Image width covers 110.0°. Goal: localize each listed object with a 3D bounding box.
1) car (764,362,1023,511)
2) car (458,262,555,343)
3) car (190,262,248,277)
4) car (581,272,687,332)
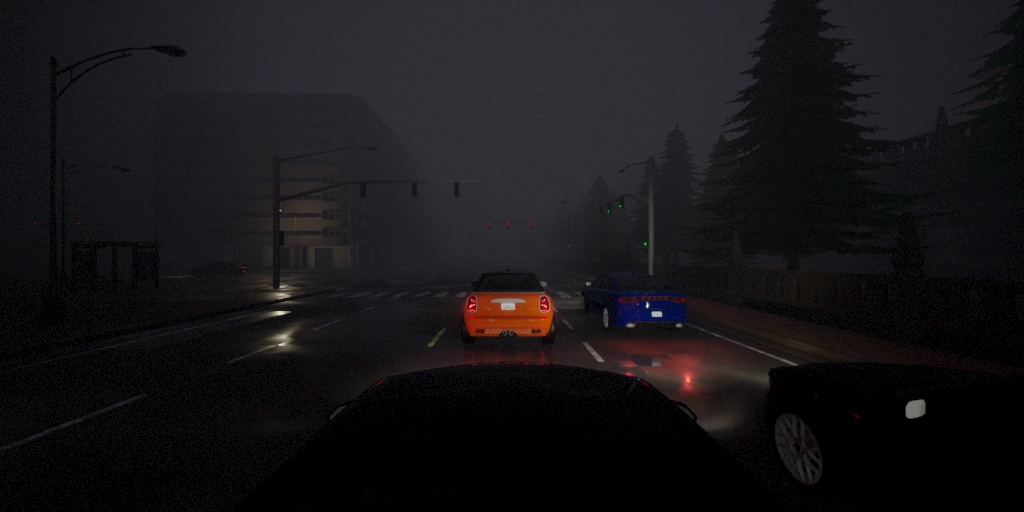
[{"bbox_3d":[3.288,1.228,1.431,1.882,1.535,5.008,0,0,3],"label":"car"},{"bbox_3d":[-0.081,1.101,9.813,2.097,1.767,4.553,0,0,0],"label":"car"},{"bbox_3d":[-29.080,1.306,35.616,4.892,1.490,1.837,0,0,-1],"label":"car"},{"bbox_3d":[3.418,1.226,10.957,1.882,1.535,5.008,0,0,0],"label":"car"}]
